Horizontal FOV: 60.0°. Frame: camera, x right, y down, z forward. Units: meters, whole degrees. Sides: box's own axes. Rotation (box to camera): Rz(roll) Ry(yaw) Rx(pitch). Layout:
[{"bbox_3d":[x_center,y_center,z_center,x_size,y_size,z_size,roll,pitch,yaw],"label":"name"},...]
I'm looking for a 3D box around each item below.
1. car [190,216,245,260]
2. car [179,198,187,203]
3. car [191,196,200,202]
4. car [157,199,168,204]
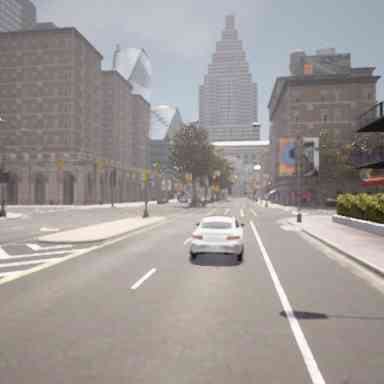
[{"bbox_3d":[1.071,1.649,12.987,1.812,1.442,4.674,0,0,9],"label":"car"},{"bbox_3d":[-2.480,2.420,93.713,2.033,1.411,5.357,0,-1,8],"label":"car"},{"bbox_3d":[0.980,2.102,93.188,2.150,2.045,5.566,0,-1,8],"label":"car"},{"bbox_3d":[-7.396,2.366,82.372,1.895,1.301,4.718,0,-1,8],"label":"car"}]
